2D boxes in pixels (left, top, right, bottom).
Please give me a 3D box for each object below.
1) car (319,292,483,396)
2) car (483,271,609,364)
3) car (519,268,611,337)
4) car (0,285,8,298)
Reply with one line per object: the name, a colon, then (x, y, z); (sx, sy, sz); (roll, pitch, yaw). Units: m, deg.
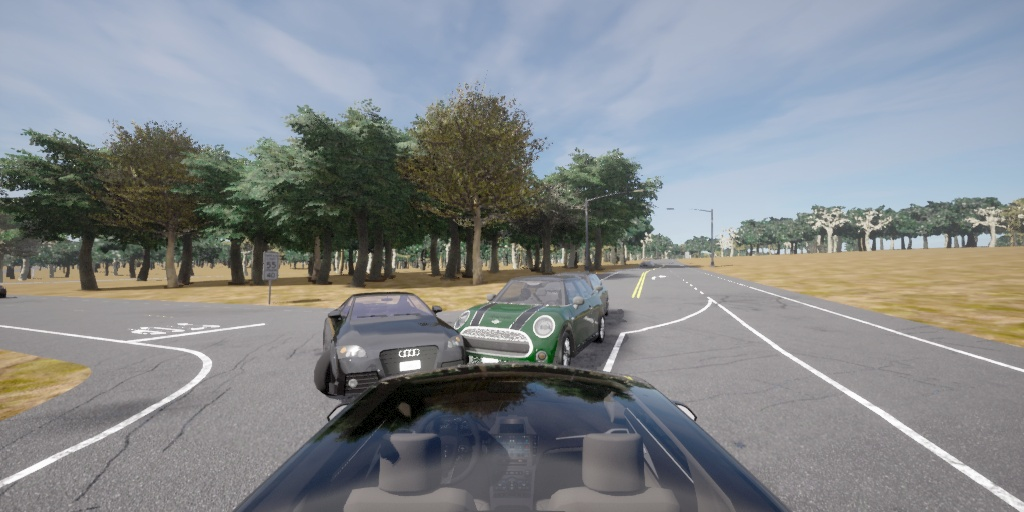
car: (-2.355, 1.376, 6.652); (1.994, 1.385, 4.181); (1, -2, -29)
car: (0.616, 1.218, 7.856); (2.097, 1.767, 4.553); (-1, -2, 26)
car: (2.024, 1.344, 12.169); (2.097, 1.767, 4.553); (-1, -1, 21)
car: (-40.855, 2.561, 27.428); (4.181, 1.385, 1.994); (-2, -3, 22)
